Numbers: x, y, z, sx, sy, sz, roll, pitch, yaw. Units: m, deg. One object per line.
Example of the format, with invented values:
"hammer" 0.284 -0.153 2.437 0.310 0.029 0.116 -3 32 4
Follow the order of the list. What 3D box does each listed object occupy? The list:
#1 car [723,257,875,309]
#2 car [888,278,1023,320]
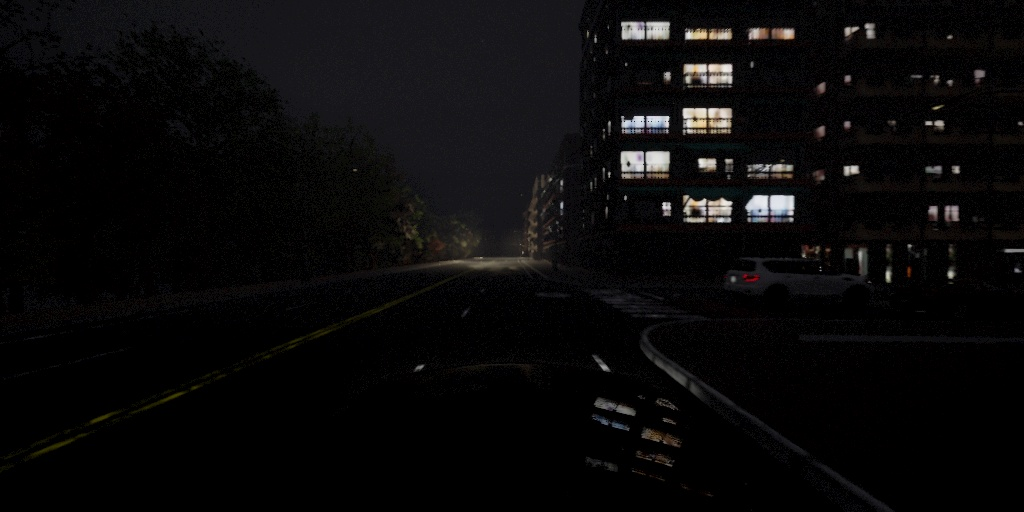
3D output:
"car" 12.252 1.092 15.555 5.566 2.045 2.150 1 0 0
"car" 16.346 1.489 12.898 4.507 1.381 1.888 0 0 0
